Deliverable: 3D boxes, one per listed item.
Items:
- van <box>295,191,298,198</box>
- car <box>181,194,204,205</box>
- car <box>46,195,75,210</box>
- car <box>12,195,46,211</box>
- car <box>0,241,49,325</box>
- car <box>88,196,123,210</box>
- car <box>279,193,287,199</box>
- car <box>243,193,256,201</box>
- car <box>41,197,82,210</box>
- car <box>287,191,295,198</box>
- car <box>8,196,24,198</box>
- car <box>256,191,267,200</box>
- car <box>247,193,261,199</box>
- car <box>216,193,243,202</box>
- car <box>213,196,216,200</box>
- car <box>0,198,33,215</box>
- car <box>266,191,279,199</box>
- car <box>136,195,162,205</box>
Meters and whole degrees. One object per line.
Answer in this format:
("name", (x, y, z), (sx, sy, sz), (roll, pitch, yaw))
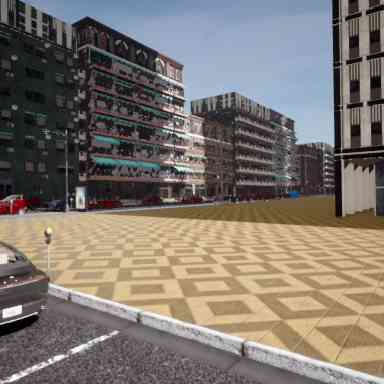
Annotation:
("van", (26.202, 0.654, 86.089), (1.690, 1.788, 3.998), (-1, 0, 36))
("car", (0.148, 1.062, 50.360), (1.967, 1.590, 4.097), (-1, 0, 36))
("car", (-14.714, 1.189, 39.819), (2.097, 1.767, 4.553), (-1, 0, 36))
("car", (-19.651, 1.228, 37.435), (2.192, 1.841, 5.009), (-1, 0, 36))
("car", (-4.447, 1.553, 6.247), (4.403, 1.369, 2.008), (0, -1, 36))
("car", (-9.623, 1.186, 36.962), (1.967, 1.590, 4.097), (-1, 0, 36))
("car", (19.690, 0.938, 77.156), (2.008, 1.369, 4.403), (-1, 0, 36))
("car", (9.920, 1.048, 63.759), (1.887, 1.381, 4.507), (-1, 0, 36))
("car", (-16.391, 1.415, 41.902), (1.887, 1.381, 4.507), (-1, 0, 36))
("car", (22.948, 0.932, 81.623), (1.802, 1.307, 4.206), (-1, 0, 36))
("car", (-19.978, 1.453, 32.601), (2.033, 1.411, 5.357), (-1, 0, 36))
("car", (13.177, 1.046, 68.224), (1.802, 1.307, 4.206), (-1, 0, 36))
("car", (16.178, 1.040, 86.562), (1.947, 1.339, 4.313), (-1, 0, 36))
("car", (6.663, 1.093, 59.293), (2.008, 1.369, 4.403), (-1, 0, 36))
("car", (6.406, 1.028, 73.163), (1.967, 1.590, 4.097), (-1, 0, 36))
("car", (-16.135, 1.413, 28.030), (1.802, 1.307, 4.206), (-1, 0, 36))
("car", (16.431, 0.740, 72.690), (2.192, 1.841, 5.009), (-1, 0, 36))
("car", (-6.510, 1.258, 51.045), (1.812, 1.442, 4.674), (-1, 0, 37))
